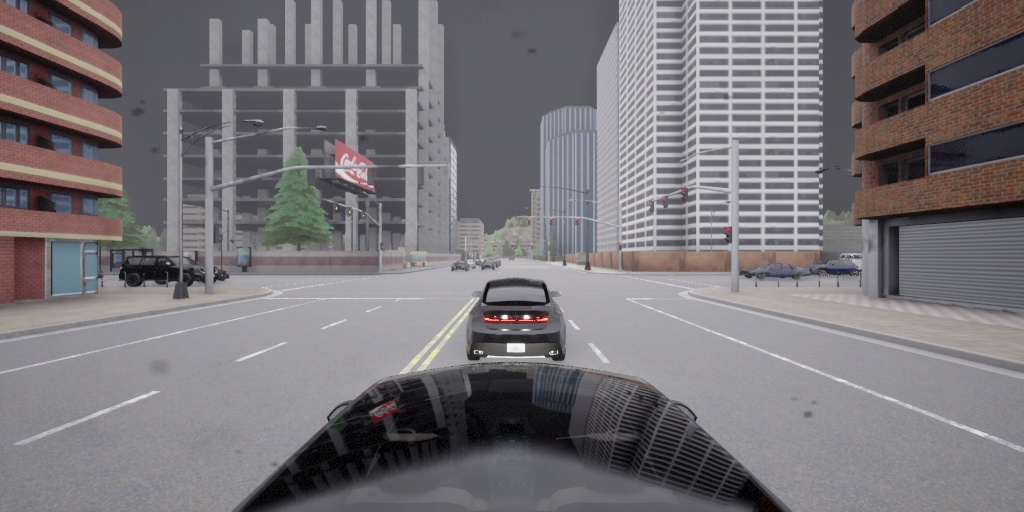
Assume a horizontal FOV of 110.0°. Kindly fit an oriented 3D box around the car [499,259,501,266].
[{"bbox_3d":[-3.276,1.228,60.987,1.882,1.535,5.008,0,0,1],"label":"car"}]

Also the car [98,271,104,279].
[{"bbox_3d":[-34.872,1.297,27.523,5.357,1.411,2.033,0,0,0],"label":"car"}]

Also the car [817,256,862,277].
[{"bbox_3d":[30.663,1.102,34.729,4.553,1.767,2.097,0,0,0],"label":"car"}]

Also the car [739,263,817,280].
[{"bbox_3d":[22.811,1.297,31.240,5.357,1.411,2.033,0,0,0],"label":"car"}]

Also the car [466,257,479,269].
[{"bbox_3d":[-6.808,1.276,56.735,1.812,1.442,4.674,0,0,0],"label":"car"}]

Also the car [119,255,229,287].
[{"bbox_3d":[-22.809,0.972,24.025,5.566,2.045,2.150,0,0,0],"label":"car"}]

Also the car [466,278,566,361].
[{"bbox_3d":[0.095,1.255,8.278,1.837,1.490,4.892,0,0,1],"label":"car"}]

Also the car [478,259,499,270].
[{"bbox_3d":[-3.340,1.255,51.540,1.837,1.490,4.892,0,0,0],"label":"car"}]

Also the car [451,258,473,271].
[{"bbox_3d":[-6.860,1.314,47.989,1.994,1.385,4.181,0,0,0],"label":"car"}]
